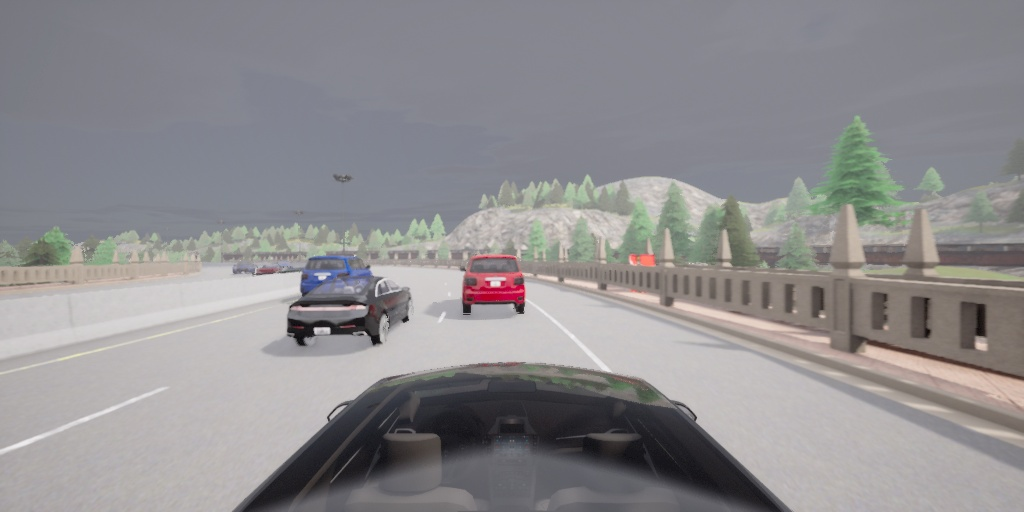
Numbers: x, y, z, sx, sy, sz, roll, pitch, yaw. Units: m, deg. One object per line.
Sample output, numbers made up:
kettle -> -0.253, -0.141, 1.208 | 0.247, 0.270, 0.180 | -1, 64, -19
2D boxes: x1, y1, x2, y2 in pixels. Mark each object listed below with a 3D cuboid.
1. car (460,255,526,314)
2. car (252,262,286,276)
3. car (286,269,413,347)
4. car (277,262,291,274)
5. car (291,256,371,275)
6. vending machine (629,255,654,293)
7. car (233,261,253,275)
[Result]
car -> -0.830, 0.978, 13.994 | 2.150, 2.045, 5.566 | 0, 0, -7
car -> -26.333, 1.595, 39.053 | 1.895, 1.301, 4.718 | 0, 0, -25
car -> -3.911, 1.262, 9.451 | 2.128, 1.511, 4.902 | 0, 0, -4
car -> -20.330, 1.526, 33.919 | 1.895, 1.301, 4.718 | 0, 0, -21
car -> -8.450, 1.025, 17.780 | 2.150, 2.045, 5.566 | 0, 0, -10
vending machine -> 6.584, 0.913, 18.272 | 1.100, 2.100, 0.880 | 0, 0, -9
car -> -33.752, 1.442, 45.342 | 2.097, 1.767, 4.553 | -1, 0, -31
